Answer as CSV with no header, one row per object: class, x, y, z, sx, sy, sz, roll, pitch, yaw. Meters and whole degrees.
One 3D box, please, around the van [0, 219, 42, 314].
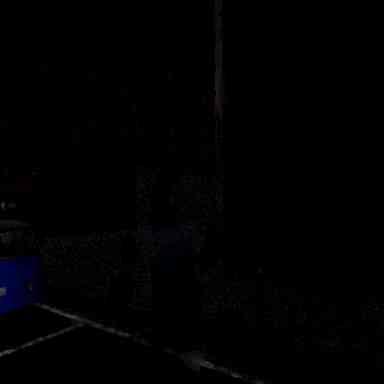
van,-4.575,1.361,6.339,3.998,1.788,1.690,0,0,35
